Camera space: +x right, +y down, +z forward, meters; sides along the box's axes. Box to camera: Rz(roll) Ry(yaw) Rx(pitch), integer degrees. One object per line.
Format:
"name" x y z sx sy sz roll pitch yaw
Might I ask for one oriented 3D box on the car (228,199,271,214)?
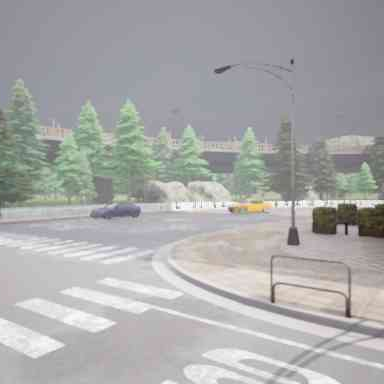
"car" 6.101 1.523 35.411 5.008 1.535 1.882 0 -1 -28

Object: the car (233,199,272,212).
"car" 7.189 1.620 39.757 4.181 1.385 1.994 0 0 -23

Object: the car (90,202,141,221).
"car" -6.488 1.613 28.738 1.812 1.442 4.674 0 0 40
